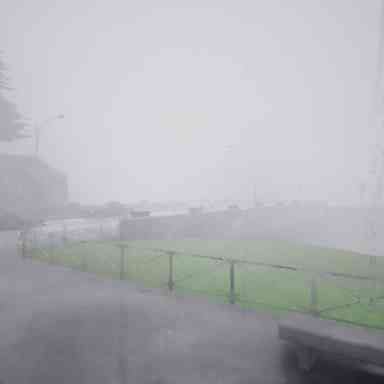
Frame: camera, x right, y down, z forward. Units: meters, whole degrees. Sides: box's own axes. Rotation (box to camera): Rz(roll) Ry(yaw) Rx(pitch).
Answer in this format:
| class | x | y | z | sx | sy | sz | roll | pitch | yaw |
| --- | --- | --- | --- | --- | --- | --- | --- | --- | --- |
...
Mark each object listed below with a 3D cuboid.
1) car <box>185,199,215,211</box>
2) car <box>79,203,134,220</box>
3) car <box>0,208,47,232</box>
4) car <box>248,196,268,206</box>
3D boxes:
| class | x | y | z | sx | sy | sz | roll | pitch | yaw |
| --- | --- | --- | --- | --- | --- | --- | --- | --- | --- |
| car | 1.025 | 1.530 | 40.385 | 1.812 | 1.442 | 4.674 | 0 | 0 | 35 |
| car | -7.300 | 1.605 | 28.724 | 1.895 | 1.301 | 4.718 | 0 | 0 | 35 |
| car | -10.733 | 1.551 | 17.757 | 2.033 | 1.411 | 5.357 | 0 | 0 | 41 |
| car | 10.677 | 1.336 | 53.784 | 2.128 | 1.511 | 4.902 | 0 | 0 | 35 |
